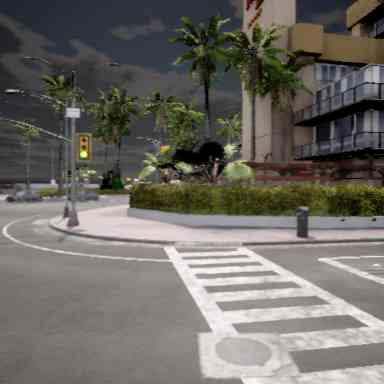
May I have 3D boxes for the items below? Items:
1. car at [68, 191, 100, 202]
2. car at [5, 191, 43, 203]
[{"bbox_3d":[-14.196,0.531,43.732,1.994,1.385,4.181,1,1,30],"label":"car"},{"bbox_3d":[-19.915,0.581,39.593,1.994,1.385,4.181,1,1,22],"label":"car"}]
